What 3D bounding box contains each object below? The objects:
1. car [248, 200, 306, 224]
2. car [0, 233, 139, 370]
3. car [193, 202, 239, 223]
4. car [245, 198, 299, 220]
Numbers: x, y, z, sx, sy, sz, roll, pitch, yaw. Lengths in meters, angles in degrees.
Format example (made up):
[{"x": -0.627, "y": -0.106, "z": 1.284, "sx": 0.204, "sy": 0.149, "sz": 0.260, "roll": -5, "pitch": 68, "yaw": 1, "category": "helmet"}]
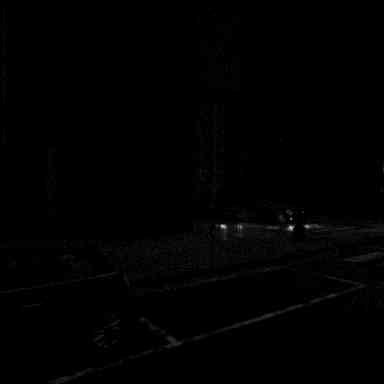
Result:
[{"x": 6.480, "y": 1.454, "z": 25.666, "sx": 2.097, "sy": 1.767, "sz": 4.553, "roll": 0, "pitch": 0, "yaw": -36, "category": "car"}, {"x": -2.883, "y": 1.441, "z": 4.474, "sx": 4.097, "sy": 1.590, "sz": 1.967, "roll": 0, "pitch": 0, "yaw": -36, "category": "car"}, {"x": 1.640, "y": 1.565, "z": 26.817, "sx": 1.882, "sy": 1.535, "sz": 5.008, "roll": 0, "pitch": 0, "yaw": -36, "category": "car"}, {"x": 7.223, "y": 1.475, "z": 30.487, "sx": 2.097, "sy": 1.767, "sz": 4.553, "roll": 0, "pitch": 0, "yaw": -35, "category": "car"}]
